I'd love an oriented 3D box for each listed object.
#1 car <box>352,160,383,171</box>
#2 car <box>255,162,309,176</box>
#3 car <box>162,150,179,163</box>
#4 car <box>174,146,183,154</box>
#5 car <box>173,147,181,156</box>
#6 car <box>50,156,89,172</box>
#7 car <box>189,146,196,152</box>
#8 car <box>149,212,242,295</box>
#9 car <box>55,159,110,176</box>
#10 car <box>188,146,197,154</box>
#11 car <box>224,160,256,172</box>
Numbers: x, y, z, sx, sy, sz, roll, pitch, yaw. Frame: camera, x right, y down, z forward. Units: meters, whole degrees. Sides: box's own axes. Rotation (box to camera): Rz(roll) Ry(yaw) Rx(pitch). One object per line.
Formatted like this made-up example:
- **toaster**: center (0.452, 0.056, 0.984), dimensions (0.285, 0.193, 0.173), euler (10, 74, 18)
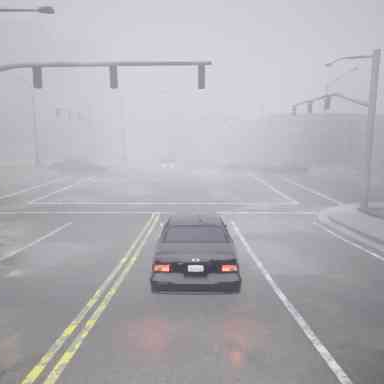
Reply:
- **car**: center (20.675, -2.946, 37.346), dimensions (4.718, 1.301, 1.895), euler (0, 9, 0)
- **car**: center (9.275, -2.390, 33.940), dimensions (4.718, 1.301, 1.895), euler (0, 9, 0)
- **car**: center (-3.550, -5.306, 51.535), dimensions (2.033, 1.411, 5.357), euler (0, 9, 0)
- **car**: center (-3.436, -8.516, 71.208), dimensions (2.033, 1.411, 5.357), euler (0, 9, 0)
- **car**: center (-3.512, -6.892, 61.012), dimensions (1.837, 1.490, 4.892), euler (0, 9, 0)
- **car**: center (-13.530, -3.210, 37.448), dimensions (4.553, 1.767, 2.097), euler (0, 9, 0)
- **car**: center (0.082, -11.806, 91.154), dimensions (1.994, 1.385, 4.181), euler (0, 9, 0)
- **car**: center (0.082, 1.217, 8.409), dimensions (2.033, 1.411, 5.357), euler (0, 4, 0)
- **car**: center (-10.999, -2.401, 34.023), dimensions (4.718, 1.301, 1.895), euler (0, 9, 0)
- **car**: center (0.073, -10.320, 81.096), dimensions (2.097, 1.767, 4.553), euler (0, 9, 0)
- **car**: center (5.954, -2.954, 37.408), dimensions (4.718, 1.301, 1.895), euler (0, 9, 0)
